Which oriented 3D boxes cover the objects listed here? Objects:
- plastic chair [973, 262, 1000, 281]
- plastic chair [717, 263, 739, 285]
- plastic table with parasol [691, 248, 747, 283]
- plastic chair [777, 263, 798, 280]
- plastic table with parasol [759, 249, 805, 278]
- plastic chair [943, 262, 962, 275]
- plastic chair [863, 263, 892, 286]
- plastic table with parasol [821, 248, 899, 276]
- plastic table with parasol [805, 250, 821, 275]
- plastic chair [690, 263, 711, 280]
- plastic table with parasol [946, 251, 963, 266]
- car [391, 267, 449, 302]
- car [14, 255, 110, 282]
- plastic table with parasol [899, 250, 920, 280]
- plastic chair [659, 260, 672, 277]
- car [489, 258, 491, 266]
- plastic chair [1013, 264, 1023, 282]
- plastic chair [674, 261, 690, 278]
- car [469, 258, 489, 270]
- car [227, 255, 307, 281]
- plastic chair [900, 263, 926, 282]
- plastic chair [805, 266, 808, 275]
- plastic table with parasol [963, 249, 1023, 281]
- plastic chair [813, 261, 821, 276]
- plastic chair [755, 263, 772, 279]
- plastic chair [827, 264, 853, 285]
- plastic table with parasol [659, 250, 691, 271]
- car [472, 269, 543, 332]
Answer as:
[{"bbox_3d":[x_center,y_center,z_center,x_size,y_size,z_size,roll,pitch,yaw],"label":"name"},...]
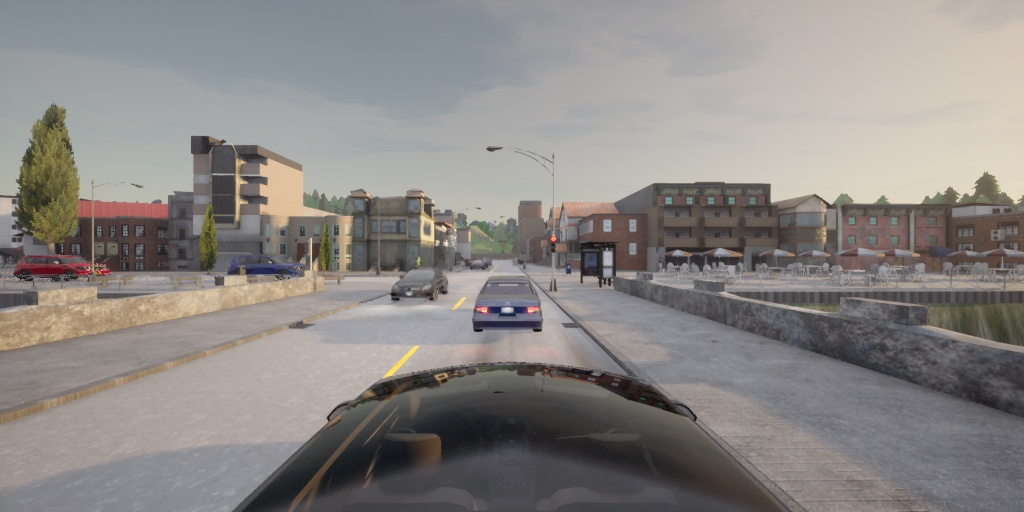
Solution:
[{"bbox_3d":[36.238,1.279,27.395,0.730,1.272,0.750,0,0,-1],"label":"plastic chair"},{"bbox_3d":[14.621,1.279,24.266,0.750,1.272,0.730,0,0,-1],"label":"plastic chair"},{"bbox_3d":[14.772,0.675,25.528,2.482,2.480,2.482,0,0,-1],"label":"plastic table with parasol"},{"bbox_3d":[22.348,1.279,29.085,0.750,1.272,0.730,0,0,-1],"label":"plastic chair"},{"bbox_3d":[22.427,0.675,30.436,2.482,2.480,2.482,0,0,-1],"label":"plastic table with parasol"},{"bbox_3d":[44.935,1.279,36.632,0.730,1.272,0.750,0,0,-1],"label":"plastic chair"},{"bbox_3d":[23.343,1.279,22.899,0.750,1.272,0.730,0,0,-1],"label":"plastic chair"},{"bbox_3d":[23.422,0.675,24.251,2.482,2.480,2.482,0,0,-1],"label":"plastic table with parasol"},{"bbox_3d":[29.684,0.675,35.268,2.482,2.480,2.482,0,0,-1],"label":"plastic table with parasol"},{"bbox_3d":[13.500,1.279,25.649,0.730,1.272,0.750,0,0,-1],"label":"plastic chair"},{"bbox_3d":[46.137,0.675,36.530,2.482,2.480,2.482,0,0,-1],"label":"plastic table with parasol"},{"bbox_3d":[-4.178,1.276,16.991,1.812,1.442,4.674,0,0,1],"label":"car"},{"bbox_3d":[-35.348,0.973,28.249,5.566,2.045,2.150,0,0,-1],"label":"car"},{"bbox_3d":[30.073,0.675,28.183,2.482,2.480,2.482,0,0,-1],"label":"plastic table with parasol"},{"bbox_3d":[14.180,1.279,33.460,0.730,1.272,0.750,0,0,-1],"label":"plastic chair"},{"bbox_3d":[-5.033,1.228,61.671,1.882,1.535,5.008,0,0,-1],"label":"car"},{"bbox_3d":[37.397,1.279,26.015,0.750,1.272,0.730,0,0,-1],"label":"plastic chair"},{"bbox_3d":[15.301,1.279,32.077,0.750,1.272,0.730,0,0,-1],"label":"plastic chair"},{"bbox_3d":[-4.912,1.276,52.433,1.812,1.442,4.674,0,0,1],"label":"car"},{"bbox_3d":[-19.315,0.970,28.486,5.566,2.045,2.150,0,0,-1],"label":"car"},{"bbox_3d":[30.082,1.279,26.903,0.750,1.272,0.730,0,0,-1],"label":"plastic chair"},{"bbox_3d":[28.254,1.279,35.276,0.730,1.272,0.750,0,0,-1],"label":"plastic chair"},{"bbox_3d":[37.367,0.675,27.325,2.482,2.480,2.482,0,0,-1],"label":"plastic table with parasol"},{"bbox_3d":[29.375,1.279,33.893,0.750,1.272,0.730,0,0,-1],"label":"plastic chair"},{"bbox_3d":[21.227,1.279,30.468,0.730,1.272,0.750,0,0,-1],"label":"plastic chair"},{"bbox_3d":[22.222,1.279,24.282,0.730,1.272,0.750,0,0,-1],"label":"plastic chair"},{"bbox_3d":[15.402,0.675,33.359,2.482,2.480,2.482,0,0,-1],"label":"plastic table with parasol"},{"bbox_3d":[-0.113,1.297,10.810,2.033,1.411,5.357,0,0,0],"label":"car"}]
